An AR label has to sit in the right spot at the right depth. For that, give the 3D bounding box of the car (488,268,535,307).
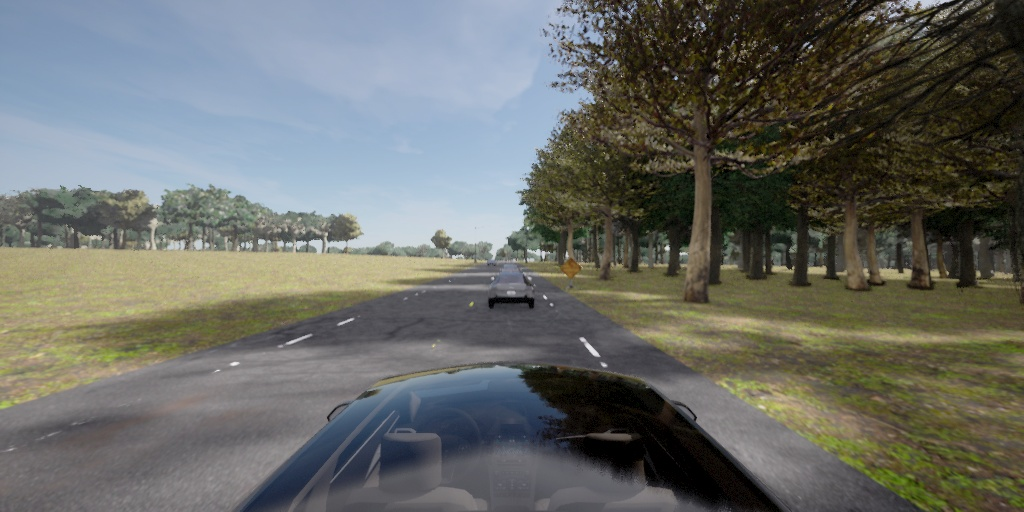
[{"bbox_3d":[-0.027,1.432,16.177,1.994,1.385,4.181,0,0,0],"label":"car"}]

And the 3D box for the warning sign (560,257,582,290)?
[{"bbox_3d":[3.498,1.011,21.229,1.300,1.860,1.060,0,0,0],"label":"warning sign"}]

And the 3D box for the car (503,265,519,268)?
[{"bbox_3d":[-0.113,1.464,30.860,2.033,1.411,5.357,0,0,0],"label":"car"}]
